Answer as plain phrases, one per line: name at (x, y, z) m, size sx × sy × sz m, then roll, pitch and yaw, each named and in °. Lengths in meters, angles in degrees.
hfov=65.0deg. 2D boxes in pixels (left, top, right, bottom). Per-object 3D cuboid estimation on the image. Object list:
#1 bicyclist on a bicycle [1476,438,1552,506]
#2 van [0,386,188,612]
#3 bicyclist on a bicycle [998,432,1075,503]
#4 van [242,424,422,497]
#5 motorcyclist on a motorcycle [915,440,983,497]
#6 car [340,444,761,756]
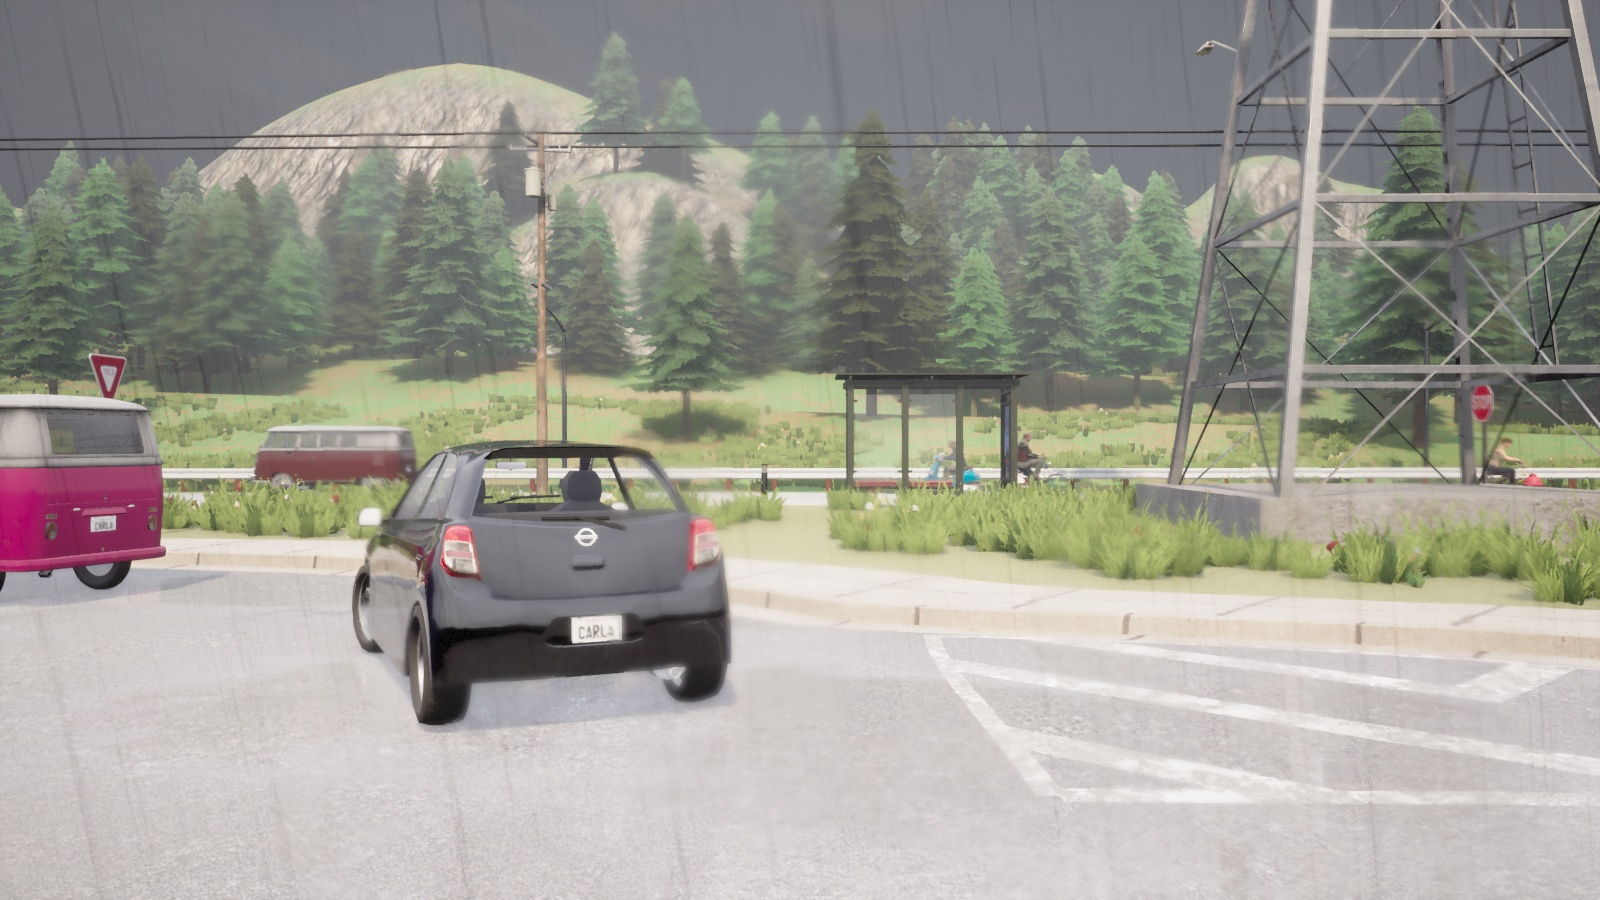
bicyclist on a bicycle at (17.530, 0.523, 30.854) m, size 1.509 × 1.612 × 0.866 m, roll 0°, pitch 2°, yaw 22°
van at (-8.610, 0.422, 12.534) m, size 4.442 × 1.987 × 1.775 m, roll 0°, pitch 0°, yaw 16°
bicyclist on a bicycle at (5.971, 0.443, 31.745) m, size 1.843 × 1.776 × 0.659 m, roll 0°, pitch 0°, yaw 1°
van at (-13.183, 0.289, 35.545) m, size 4.442 × 1.987 × 1.775 m, roll 0°, pitch 0°, yaw 1°
motorcyclist on a motorcycle at (4.163, 0.504, 35.273) m, size 1.817 × 1.590 × 0.866 m, roll 0°, pitch 0°, yaw 1°
car at (-1.817, 0.713, 8.088) m, size 1.845 × 1.501 × 3.633 m, roll 0°, pitch 0°, yaw -25°
